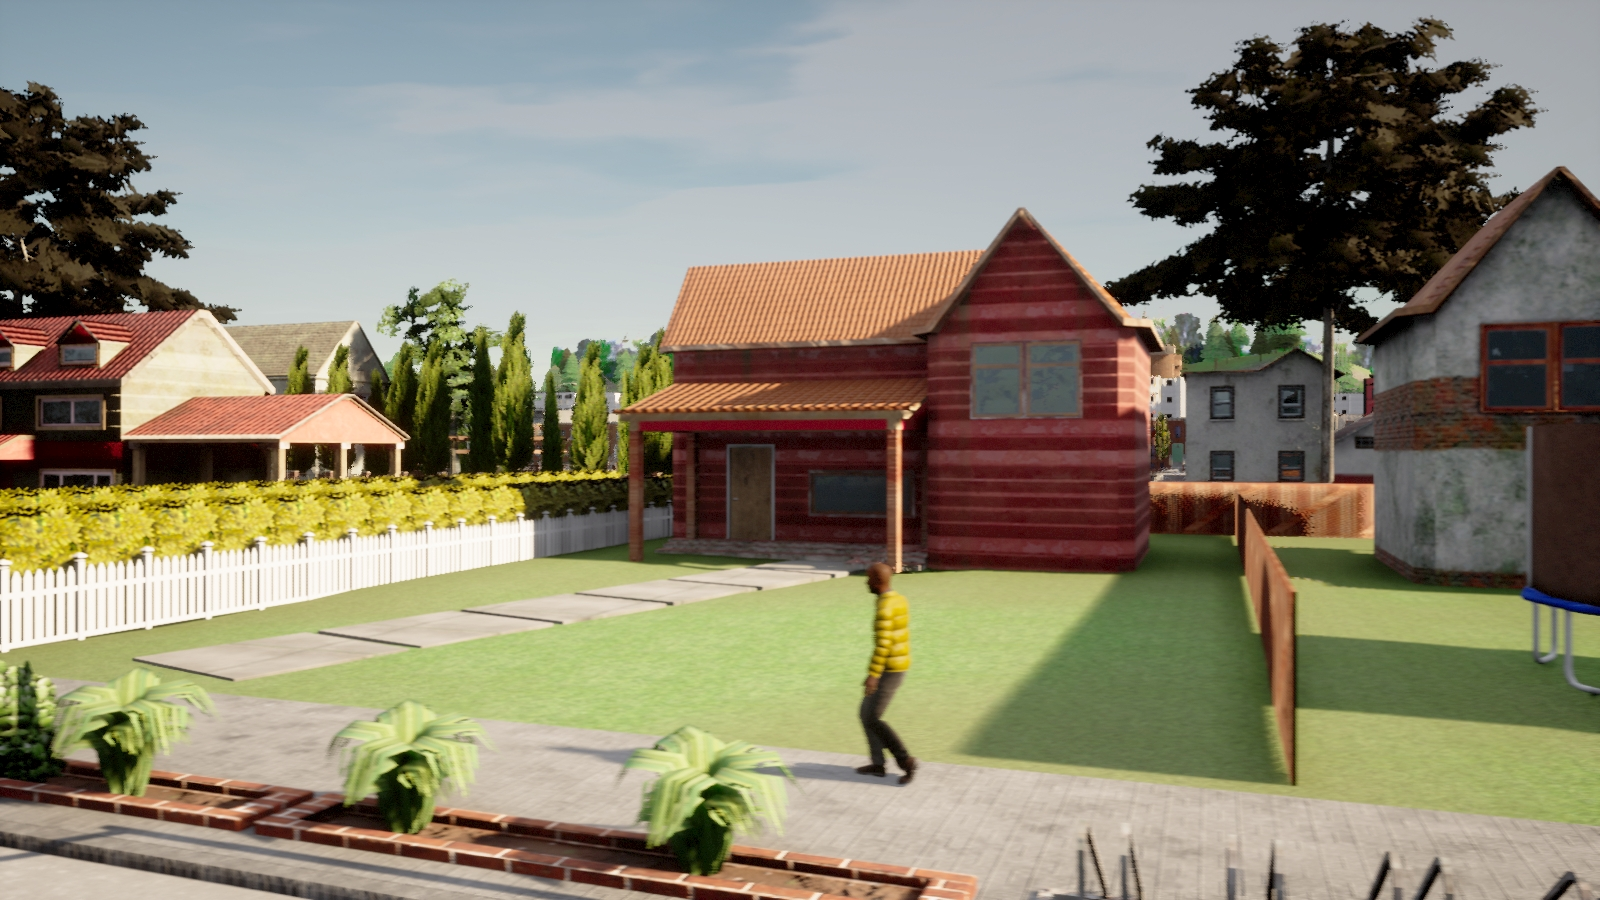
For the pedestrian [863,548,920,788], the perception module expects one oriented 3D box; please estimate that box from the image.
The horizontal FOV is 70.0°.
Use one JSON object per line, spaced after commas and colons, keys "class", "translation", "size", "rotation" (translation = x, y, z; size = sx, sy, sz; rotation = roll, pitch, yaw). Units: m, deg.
{"class": "pedestrian", "translation": [0.747, 1.742, 9.275], "size": [0.375, 1.860, 0.375], "rotation": [0, 0, 19]}
